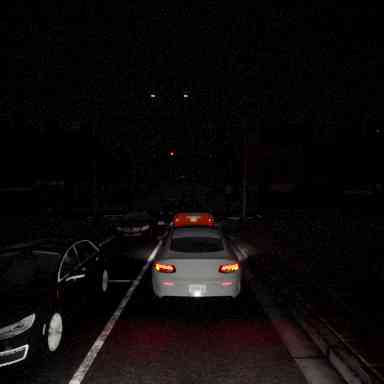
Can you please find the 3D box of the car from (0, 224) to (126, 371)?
[{"bbox_3d":[-2.665,1.548,5.817,2.008,1.369,4.403,-2,0,0],"label":"car"}]

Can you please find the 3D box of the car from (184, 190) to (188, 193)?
[{"bbox_3d":[-2.758,1.132,93.358,2.192,1.841,5.009,-1,1,0],"label":"car"}]

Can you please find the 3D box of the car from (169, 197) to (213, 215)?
[{"bbox_3d":[0.080,1.353,18.072,2.097,1.767,4.553,0,0,0],"label":"car"}]

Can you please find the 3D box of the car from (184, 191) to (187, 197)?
[{"bbox_3d":[-2.740,1.308,71.188,2.192,1.841,5.009,-1,0,0],"label":"car"}]

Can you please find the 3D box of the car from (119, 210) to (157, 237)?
[{"bbox_3d":[-2.676,1.582,16.711,1.802,1.307,4.206,-2,0,0],"label":"car"}]

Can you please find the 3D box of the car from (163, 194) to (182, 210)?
[{"bbox_3d":[-2.712,1.483,43.489,1.967,1.590,4.097,-2,0,0],"label":"car"}]

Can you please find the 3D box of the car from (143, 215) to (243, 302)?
[{"bbox_3d":[0.091,1.523,8.109,1.812,1.442,4.674,0,0,0],"label":"car"}]

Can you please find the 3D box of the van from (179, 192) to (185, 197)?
[{"bbox_3d":[-2.734,1.359,65.645,1.690,1.788,3.998,-1,0,0],"label":"van"}]

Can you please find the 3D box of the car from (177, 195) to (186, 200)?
[{"bbox_3d":[-2.749,1.429,87.809,2.008,1.369,4.403,-1,0,0],"label":"car"}]
